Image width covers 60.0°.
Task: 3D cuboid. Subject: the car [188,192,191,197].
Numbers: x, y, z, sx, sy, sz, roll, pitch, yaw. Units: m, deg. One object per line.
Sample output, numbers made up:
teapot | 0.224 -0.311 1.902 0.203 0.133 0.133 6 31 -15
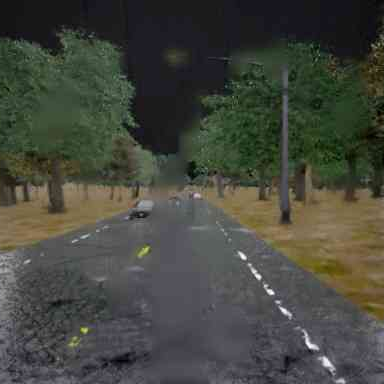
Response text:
car | -0.007 0.709 94.525 1.882 1.535 5.008 0 0 0

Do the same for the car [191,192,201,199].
car | 1.220 0.984 77.478 1.812 1.442 4.674 0 0 0

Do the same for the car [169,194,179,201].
car | -3.508 1.112 66.535 1.895 1.301 4.718 0 0 0

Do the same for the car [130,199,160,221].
car | -3.599 1.329 26.094 1.882 1.535 5.008 0 0 0
